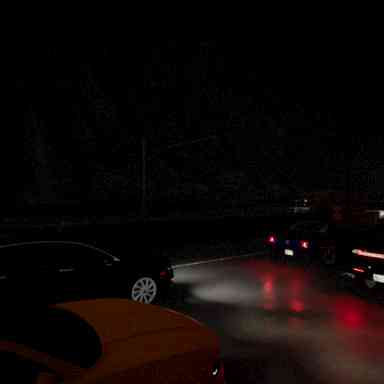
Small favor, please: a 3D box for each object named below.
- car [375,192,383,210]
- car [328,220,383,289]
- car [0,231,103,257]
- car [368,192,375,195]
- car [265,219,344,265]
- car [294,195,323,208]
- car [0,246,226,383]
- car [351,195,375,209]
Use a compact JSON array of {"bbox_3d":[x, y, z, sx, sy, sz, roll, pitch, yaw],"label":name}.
[{"bbox_3d":[24.369,1.071,39.377,5.566,2.045,2.150,0,0,-36],"label":"car"},{"bbox_3d":[5.678,1.483,7.946,4.902,1.511,2.128,0,0,-36],"label":"car"},{"bbox_3d":[-2.620,1.504,6.176,4.892,1.490,1.837,0,0,-36],"label":"car"},{"bbox_3d":[32.599,0.971,58.440,5.566,2.045,2.150,0,0,-36],"label":"car"},{"bbox_3d":[4.818,1.590,11.652,4.718,1.301,1.895,0,0,-36],"label":"car"},{"bbox_3d":[16.310,1.211,46.474,4.553,1.767,2.097,0,0,-36],"label":"car"},{"bbox_3d":[-1.969,1.477,2.320,5.008,1.535,1.882,0,0,-36],"label":"car"},{"bbox_3d":[21.679,1.416,41.739,4.181,1.385,1.994,0,0,-36],"label":"car"}]
